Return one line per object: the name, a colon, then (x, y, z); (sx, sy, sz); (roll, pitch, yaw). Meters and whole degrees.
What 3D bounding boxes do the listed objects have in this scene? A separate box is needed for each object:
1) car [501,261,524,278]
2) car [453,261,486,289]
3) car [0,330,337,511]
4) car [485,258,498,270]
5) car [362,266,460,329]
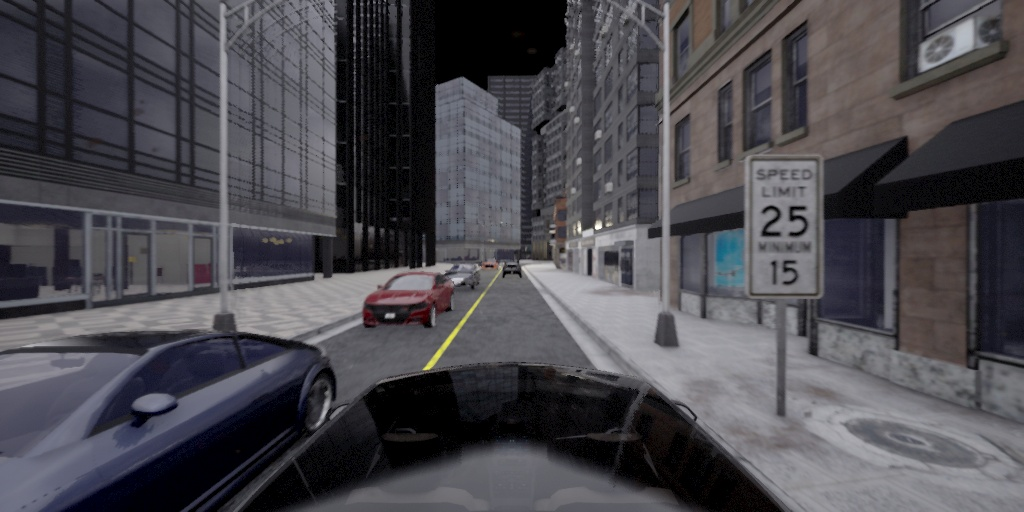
car: (0.018, 1.215, 33.693); (1.837, 1.490, 4.892); (0, 0, 0)
car: (-3.077, 1.239, 22.919); (2.128, 1.511, 4.902); (0, 0, 0)
car: (-3.097, 1.317, 2.633); (1.994, 1.385, 4.181); (0, 0, 0)
car: (-2.988, 1.080, 49.298); (2.097, 1.767, 4.553); (0, 0, 0)
car: (-3.089, 1.243, 11.585); (1.882, 1.535, 5.008); (0, 0, 0)
